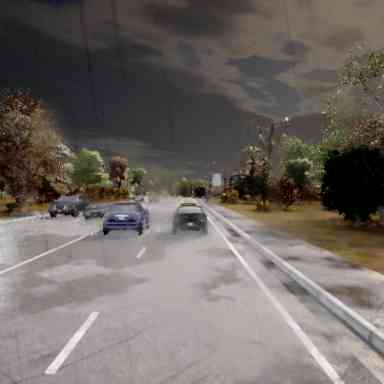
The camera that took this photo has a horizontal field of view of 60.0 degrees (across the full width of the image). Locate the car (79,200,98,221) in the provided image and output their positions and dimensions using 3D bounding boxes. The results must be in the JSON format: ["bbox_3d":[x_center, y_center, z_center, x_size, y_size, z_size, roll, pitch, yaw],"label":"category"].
[{"bbox_3d":[-7.408,1.573,27.419,1.994,1.385,4.181,0,0,-1],"label":"car"}]

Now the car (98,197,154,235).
[{"bbox_3d":[-3.607,1.357,19.095,2.097,1.767,4.553,0,0,-1],"label":"car"}]

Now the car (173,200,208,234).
[{"bbox_3d":[-0.107,1.480,19.337,1.882,1.535,5.008,0,0,-1],"label":"car"}]

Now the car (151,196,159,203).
[{"bbox_3d":[-7.853,1.509,68.748,1.837,1.490,4.892,0,0,-1],"label":"car"}]

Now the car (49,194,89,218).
[{"bbox_3d":[-10.948,1.234,30.201,2.150,2.045,5.566,0,0,0],"label":"car"}]
